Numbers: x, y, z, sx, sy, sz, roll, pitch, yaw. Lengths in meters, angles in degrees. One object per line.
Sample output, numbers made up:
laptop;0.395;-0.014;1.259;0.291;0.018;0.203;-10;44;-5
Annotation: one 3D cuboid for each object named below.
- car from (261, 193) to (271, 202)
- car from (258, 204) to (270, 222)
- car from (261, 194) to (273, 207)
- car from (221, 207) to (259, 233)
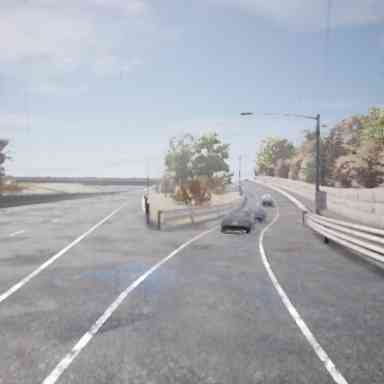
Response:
car;15.330;1.192;68.711;1.812;1.442;4.674;1;4;10
car;6.300;2.203;33.065;1.994;1.385;4.181;1;0;17
car;13.252;1.755;58.828;1.882;1.535;5.008;1;2;12
car;3.293;1.996;23.118;1.994;1.385;4.181;1;-1;16
